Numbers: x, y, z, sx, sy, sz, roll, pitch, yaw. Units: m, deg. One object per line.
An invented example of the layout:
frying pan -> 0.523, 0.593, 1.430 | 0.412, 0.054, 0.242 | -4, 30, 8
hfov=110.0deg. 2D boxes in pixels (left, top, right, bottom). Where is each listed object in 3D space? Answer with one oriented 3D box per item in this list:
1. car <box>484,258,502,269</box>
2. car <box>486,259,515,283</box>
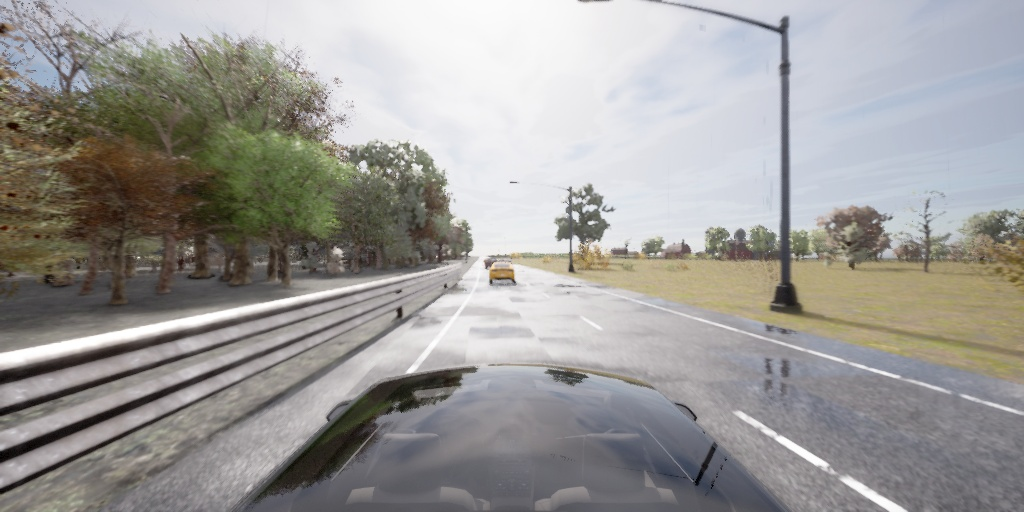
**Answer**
car -> -3.131, 1.072, 55.880 | 2.097, 1.767, 4.553 | 0, 0, -5
car -> -0.821, 1.215, 27.704 | 1.882, 1.535, 5.008 | 0, 0, -4
